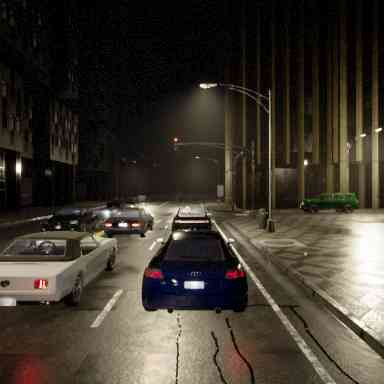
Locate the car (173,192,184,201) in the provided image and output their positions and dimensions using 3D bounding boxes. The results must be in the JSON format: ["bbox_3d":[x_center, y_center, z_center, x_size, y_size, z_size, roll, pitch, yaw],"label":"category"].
[{"bbox_3d":[-3.262,1.296,75.057,1.837,1.490,4.892,0,0,0],"label":"car"}]

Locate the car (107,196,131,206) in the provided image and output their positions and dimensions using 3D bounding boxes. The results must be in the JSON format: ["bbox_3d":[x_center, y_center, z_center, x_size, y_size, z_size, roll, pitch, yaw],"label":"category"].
[{"bbox_3d":[-9.855,1.522,43.945,1.895,1.301,4.718,0,0,0],"label":"car"}]

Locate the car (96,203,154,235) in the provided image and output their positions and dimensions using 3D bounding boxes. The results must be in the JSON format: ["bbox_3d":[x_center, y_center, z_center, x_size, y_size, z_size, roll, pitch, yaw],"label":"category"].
[{"bbox_3d":[-3.155,1.531,17.517,2.033,1.411,5.357,0,0,0],"label":"car"}]

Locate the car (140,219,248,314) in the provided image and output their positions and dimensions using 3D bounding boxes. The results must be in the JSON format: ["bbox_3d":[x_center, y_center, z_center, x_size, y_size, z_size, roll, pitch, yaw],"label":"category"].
[{"bbox_3d":[0.085,1.560,7.705,1.994,1.385,4.181,0,0,1],"label":"car"}]

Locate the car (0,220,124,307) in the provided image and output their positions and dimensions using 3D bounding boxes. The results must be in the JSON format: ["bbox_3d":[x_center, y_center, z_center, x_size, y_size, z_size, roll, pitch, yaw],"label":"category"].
[{"bbox_3d":[-3.149,1.597,7.926,1.895,1.301,4.718,0,0,0],"label":"car"}]

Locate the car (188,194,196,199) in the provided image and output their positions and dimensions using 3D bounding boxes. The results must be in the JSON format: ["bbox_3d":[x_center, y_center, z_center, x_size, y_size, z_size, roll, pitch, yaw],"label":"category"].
[{"bbox_3d":[-0.013,1.192,85.509,1.895,1.301,4.718,0,0,0],"label":"car"}]

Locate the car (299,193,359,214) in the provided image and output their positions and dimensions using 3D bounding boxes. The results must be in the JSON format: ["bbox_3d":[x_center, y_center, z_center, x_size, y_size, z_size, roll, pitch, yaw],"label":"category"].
[{"bbox_3d":[13.562,1.110,33.050,5.566,2.045,2.150,0,0,2],"label":"car"}]

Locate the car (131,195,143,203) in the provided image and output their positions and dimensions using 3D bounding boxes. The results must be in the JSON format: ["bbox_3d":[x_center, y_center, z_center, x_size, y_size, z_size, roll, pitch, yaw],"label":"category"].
[{"bbox_3d":[-9.850,1.431,54.406,2.033,1.411,5.357,0,0,0],"label":"car"}]

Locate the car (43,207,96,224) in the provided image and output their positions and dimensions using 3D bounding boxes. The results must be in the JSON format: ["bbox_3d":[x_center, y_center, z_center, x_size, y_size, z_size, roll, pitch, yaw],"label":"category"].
[{"bbox_3d":[-6.591,1.546,18.378,1.994,1.385,4.181,0,0,0],"label":"car"}]

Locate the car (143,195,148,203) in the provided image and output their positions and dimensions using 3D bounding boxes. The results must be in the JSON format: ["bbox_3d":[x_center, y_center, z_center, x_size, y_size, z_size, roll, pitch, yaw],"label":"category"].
[{"bbox_3d":[-9.794,1.388,65.397,2.033,1.411,5.357,0,0,1],"label":"car"}]

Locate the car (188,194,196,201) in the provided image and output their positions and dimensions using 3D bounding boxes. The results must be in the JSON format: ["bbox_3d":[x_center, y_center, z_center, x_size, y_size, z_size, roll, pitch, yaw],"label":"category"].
[{"bbox_3d":[-0.012,1.336,75.057,2.033,1.411,5.357,0,0,0],"label":"car"}]

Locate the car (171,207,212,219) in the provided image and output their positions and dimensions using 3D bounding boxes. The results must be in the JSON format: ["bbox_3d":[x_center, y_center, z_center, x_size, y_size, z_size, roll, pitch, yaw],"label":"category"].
[{"bbox_3d":[-0.003,1.477,16.579,2.128,1.511,4.902,0,0,0],"label":"car"}]
